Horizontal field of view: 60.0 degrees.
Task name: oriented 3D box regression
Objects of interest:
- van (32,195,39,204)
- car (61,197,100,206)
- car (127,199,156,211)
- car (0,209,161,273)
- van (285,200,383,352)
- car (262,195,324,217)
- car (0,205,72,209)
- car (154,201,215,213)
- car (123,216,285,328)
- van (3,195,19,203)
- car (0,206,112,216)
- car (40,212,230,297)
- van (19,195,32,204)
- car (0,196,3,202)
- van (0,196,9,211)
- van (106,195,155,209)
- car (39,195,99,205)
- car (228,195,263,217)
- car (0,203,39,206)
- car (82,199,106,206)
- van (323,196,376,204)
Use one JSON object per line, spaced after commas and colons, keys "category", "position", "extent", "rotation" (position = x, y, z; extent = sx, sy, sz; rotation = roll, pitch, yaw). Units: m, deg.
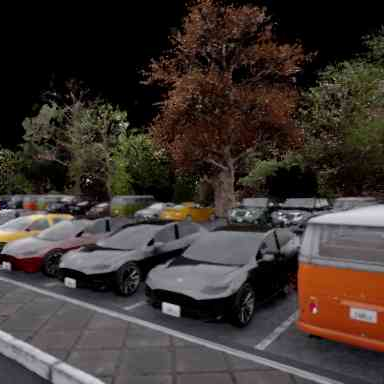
{"category": "van", "position": [-13.619, 1.314, 34.401], "extent": [1.878, 1.987, 4.442], "rotation": [0, 0, 36]}
{"category": "car", "position": [-9.107, 1.529, 30.972], "extent": [2.097, 1.535, 5.008], "rotation": [0, 0, 36]}
{"category": "car", "position": [-2.479, 1.555, 26.168], "extent": [2.002, 1.452, 4.674], "rotation": [0, 0, 36]}
{"category": "car", "position": [-3.432, 1.532, 10.655], "extent": [2.163, 1.488, 4.792], "rotation": [0, 0, 36]}
{"category": "van", "position": [3.392, 1.262, 5.879], "extent": [1.878, 1.987, 4.442], "rotation": [0, 0, 36]}
{"category": "car", "position": [6.570, 1.243, 19.558], "extent": [2.435, 2.045, 5.566], "rotation": [0, 0, 36]}
{"category": "car", "position": [-7.903, 1.514, 13.947], "extent": [2.231, 1.521, 4.892], "rotation": [0, 0, 36]}
{"category": "car", "position": [-0.141, 1.509, 24.460], "extent": [2.097, 1.535, 5.008], "rotation": [0, 0, 36]}
{"category": "car", "position": [1.061, 1.522, 7.393], "extent": [2.163, 1.488, 4.792], "rotation": [0, 0, 36]}
{"category": "van", "position": [-18.245, 1.324, 37.472], "extent": [1.878, 1.987, 4.442], "rotation": [-1, 0, 36]}
{"category": "car", "position": [-5.770, 1.505, 12.161], "extent": [1.946, 1.575, 5.366], "rotation": [0, 0, 36]}
{"category": "car", "position": [-1.185, 1.527, 9.024], "extent": [2.163, 1.488, 4.792], "rotation": [0, 0, 36]}
{"category": "van", "position": [-15.760, 1.319, 35.955], "extent": [1.878, 1.987, 4.442], "rotation": [0, 0, 36]}
{"category": "car", "position": [-20.292, 1.581, 39.109], "extent": [2.097, 1.535, 5.008], "rotation": [-1, -1, 36]}
{"category": "van", "position": [-26.952, 1.504, 44.084], "extent": [1.878, 1.987, 4.442], "rotation": [-1, -1, 36]}
{"category": "van", "position": [-4.654, 1.294, 27.889], "extent": [1.878, 1.987, 4.442], "rotation": [0, 0, 36]}
{"category": "car", "position": [-11.463, 1.283, 32.655], "extent": [2.435, 2.045, 5.566], "rotation": [0, 0, 36]}
{"category": "car", "position": [4.329, 1.248, 21.186], "extent": [2.435, 2.045, 5.566], "rotation": [0, 0, 36]}
{"category": "car", "position": [-10.157, 1.519, 15.568], "extent": [2.231, 1.521, 4.892], "rotation": [0, 0, 36]}
{"category": "car", "position": [-6.863, 1.564, 29.346], "extent": [2.002, 1.452, 4.674], "rotation": [0, 0, 36]}
{"category": "van", "position": [8.759, 1.263, 17.859], "extent": [1.878, 1.987, 4.442], "rotation": [0, 0, 36]}
